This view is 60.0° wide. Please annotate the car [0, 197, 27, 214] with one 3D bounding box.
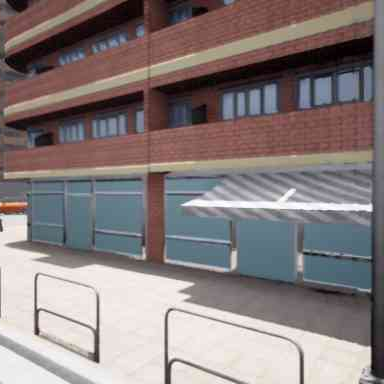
[{"bbox_3d":[-17.651,1.278,31.310,2.097,1.767,4.553,0,0,36],"label":"car"}]
